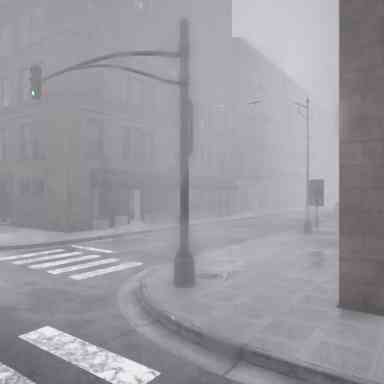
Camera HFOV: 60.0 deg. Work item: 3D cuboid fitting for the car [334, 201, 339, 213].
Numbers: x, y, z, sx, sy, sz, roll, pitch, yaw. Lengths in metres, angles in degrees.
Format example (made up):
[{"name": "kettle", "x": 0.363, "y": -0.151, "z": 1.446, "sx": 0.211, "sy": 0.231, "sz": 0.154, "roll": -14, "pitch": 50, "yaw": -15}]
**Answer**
[{"name": "car", "x": 18.850, "y": 1.746, "z": 40.806, "sx": 1.882, "sy": 1.535, "sz": 5.008, "roll": 0, "pitch": -1, "yaw": 36}]
